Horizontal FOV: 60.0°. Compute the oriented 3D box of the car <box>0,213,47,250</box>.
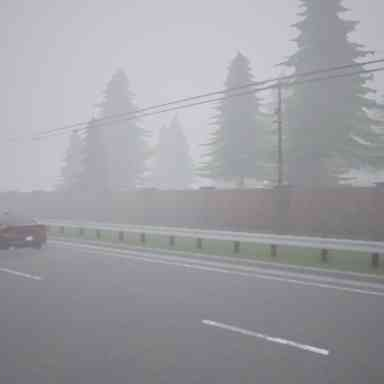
[{"bbox_3d":[-8.125,1.612,13.967,5.008,1.535,1.882,0,0,36],"label":"car"}]
